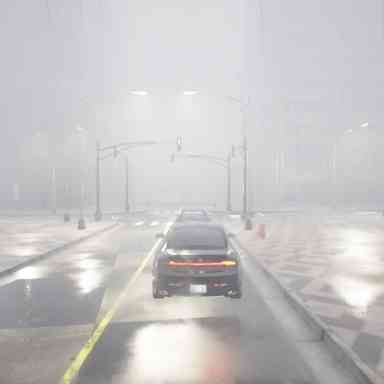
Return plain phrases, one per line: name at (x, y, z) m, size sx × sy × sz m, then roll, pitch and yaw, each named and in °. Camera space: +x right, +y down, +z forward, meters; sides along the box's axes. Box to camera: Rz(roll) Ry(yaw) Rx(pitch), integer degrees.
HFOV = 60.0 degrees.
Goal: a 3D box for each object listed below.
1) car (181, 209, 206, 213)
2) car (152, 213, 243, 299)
car at (0.061, 1.557, 17.340) m, size 1.994 × 1.385 × 4.181 m, roll 0°, pitch 0°, yaw 1°
car at (0.101, 1.502, 8.437) m, size 1.837 × 1.490 × 4.892 m, roll 0°, pitch 0°, yaw 0°
